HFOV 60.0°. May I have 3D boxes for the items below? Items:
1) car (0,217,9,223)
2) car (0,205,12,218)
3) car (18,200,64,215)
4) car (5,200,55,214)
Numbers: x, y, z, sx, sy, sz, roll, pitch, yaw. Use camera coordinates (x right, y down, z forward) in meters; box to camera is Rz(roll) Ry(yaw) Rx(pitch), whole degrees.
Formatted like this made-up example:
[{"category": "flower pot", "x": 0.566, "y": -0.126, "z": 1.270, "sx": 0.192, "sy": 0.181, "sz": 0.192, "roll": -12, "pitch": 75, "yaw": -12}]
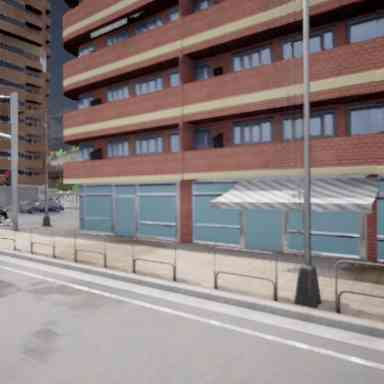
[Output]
[{"category": "car", "x": -7.310, "y": 1.528, "z": 9.193, "sx": 5.008, "sy": 1.535, "sz": 1.882, "roll": -1, "pitch": -1, "yaw": 36}, {"category": "car", "x": -15.874, "y": 1.598, "z": 24.091, "sx": 1.882, "sy": 1.535, "sz": 5.008, "roll": -2, "pitch": -1, "yaw": 25}, {"category": "car", "x": -16.219, "y": 1.678, "z": 35.955, "sx": 1.812, "sy": 1.442, "sz": 4.674, "roll": 0, "pitch": 0, "yaw": 36}, {"category": "car", "x": -18.693, "y": 1.673, "z": 38.502, "sx": 1.837, "sy": 1.490, "sz": 4.892, "roll": 0, "pitch": 0, "yaw": 36}]
